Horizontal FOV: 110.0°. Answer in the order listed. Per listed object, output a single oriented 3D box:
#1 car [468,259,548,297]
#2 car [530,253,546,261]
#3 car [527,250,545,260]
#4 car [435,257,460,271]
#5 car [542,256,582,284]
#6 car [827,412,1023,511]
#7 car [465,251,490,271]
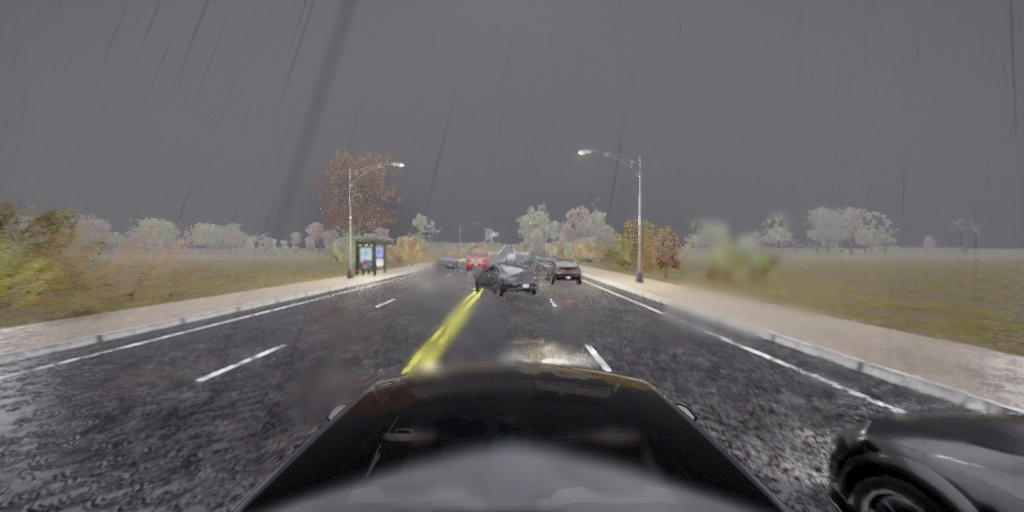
[{"bbox_3d":[-0.359,1.049,17.112,1.812,1.442,4.674,-1,1,-24],"label":"car"},{"bbox_3d":[3.169,0.762,33.816,2.128,1.511,4.902,0,1,0],"label":"car"},{"bbox_3d":[3.134,0.320,44.841,2.150,2.045,5.566,0,1,0],"label":"car"},{"bbox_3d":[-6.675,0.759,37.703,2.033,1.411,5.357,0,1,0],"label":"car"},{"bbox_3d":[3.204,0.941,22.817,1.837,1.490,4.892,0,1,0],"label":"car"},{"bbox_3d":[3.251,1.327,0.805,1.994,1.385,4.181,0,1,0],"label":"car"},{"bbox_3d":[-3.422,0.447,36.937,2.150,2.045,5.566,0,1,0],"label":"car"}]
